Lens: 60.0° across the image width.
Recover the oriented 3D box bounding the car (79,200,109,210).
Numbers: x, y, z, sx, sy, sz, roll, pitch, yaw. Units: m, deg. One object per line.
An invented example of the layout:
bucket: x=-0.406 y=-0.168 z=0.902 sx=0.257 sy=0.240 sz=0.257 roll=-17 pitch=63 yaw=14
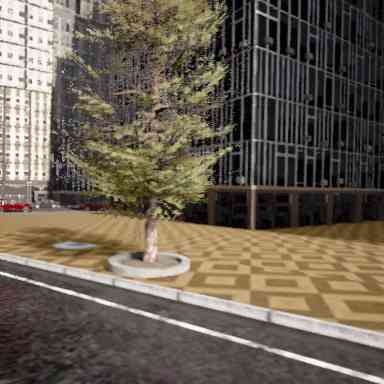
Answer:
car: x=-15.222 y=2.167 z=51.777 sx=4.507 sy=1.381 sz=1.887 roll=0 pitch=1 yaw=-34

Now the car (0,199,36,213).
car: x=-24.575 y=1.865 z=45.372 sx=5.009 sy=1.841 sz=2.192 roll=0 pitch=1 yaw=-34

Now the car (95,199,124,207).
car: x=-15.132 y=2.014 z=61.385 sx=4.829 sy=1.417 sz=1.752 roll=0 pitch=1 yaw=-34

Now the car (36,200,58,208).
car: x=-24.349 y=1.968 z=55.079 sx=4.403 sy=1.369 sz=2.008 roll=0 pitch=1 yaw=-34
